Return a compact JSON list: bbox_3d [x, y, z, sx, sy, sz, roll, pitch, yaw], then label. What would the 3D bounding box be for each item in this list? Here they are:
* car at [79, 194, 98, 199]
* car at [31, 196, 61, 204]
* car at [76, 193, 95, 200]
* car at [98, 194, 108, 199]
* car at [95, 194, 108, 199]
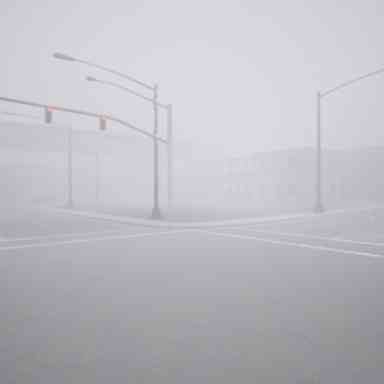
[{"bbox_3d":[-26.999,1.060,86.864,4.536,1.218,1.853,0,0,22],"label":"car"},{"bbox_3d":[-26.468,1.415,60.390,2.033,1.411,5.357,0,0,27],"label":"car"},{"bbox_3d":[-26.951,1.217,86.845,4.974,1.542,2.038,0,0,22],"label":"car"},{"bbox_3d":[-23.236,1.047,87.140,1.853,1.218,4.536,0,0,-8],"label":"car"},{"bbox_3d":[-23.228,1.204,87.089,2.038,1.542,4.974,0,0,-8],"label":"car"}]
